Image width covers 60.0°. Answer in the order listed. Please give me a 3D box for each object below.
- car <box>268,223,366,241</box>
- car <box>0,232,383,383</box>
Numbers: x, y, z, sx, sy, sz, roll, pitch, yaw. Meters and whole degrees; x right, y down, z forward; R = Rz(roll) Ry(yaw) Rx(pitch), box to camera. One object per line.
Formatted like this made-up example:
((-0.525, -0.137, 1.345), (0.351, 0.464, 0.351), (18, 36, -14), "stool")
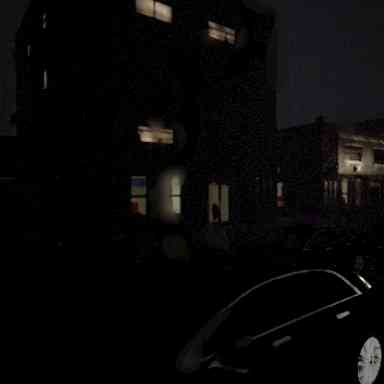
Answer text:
((2.857, 1.525, 8.602), (4.403, 1.369, 2.008), (0, 0, -36), "car")
((0.317, 1.497, 3.605), (4.892, 1.490, 1.837), (0, 0, -36), "car")
